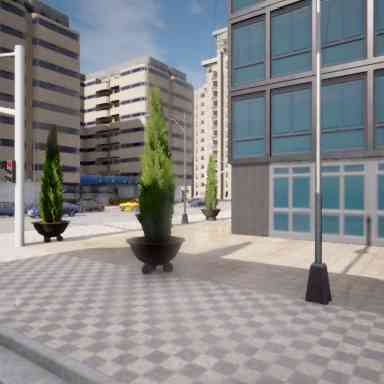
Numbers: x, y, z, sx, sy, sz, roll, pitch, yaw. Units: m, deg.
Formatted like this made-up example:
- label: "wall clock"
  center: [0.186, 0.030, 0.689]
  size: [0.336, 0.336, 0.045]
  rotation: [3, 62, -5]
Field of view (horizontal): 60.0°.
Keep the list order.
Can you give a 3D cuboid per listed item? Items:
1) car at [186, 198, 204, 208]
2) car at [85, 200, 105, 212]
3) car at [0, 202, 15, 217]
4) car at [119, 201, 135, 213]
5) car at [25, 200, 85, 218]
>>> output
- label: "car"
  center: [0.794, 1.582, 49.074]
  size: [1.812, 1.442, 4.674]
  rotation: [0, 1, 35]
- label: "car"
  center: [-11.859, 1.619, 37.292]
  size: [1.994, 1.385, 4.181]
  rotation: [0, 0, 35]
- label: "car"
  center: [-17.191, 1.603, 29.760]
  size: [2.033, 1.411, 5.357]
  rotation: [0, 0, 35]
- label: "car"
  center: [-6.342, 1.533, 39.029]
  size: [1.882, 1.535, 5.008]
  rotation: [0, 0, 35]
- label: "car"
  center: [-12.535, 1.581, 30.244]
  size: [1.812, 1.442, 4.674]
  rotation: [0, 0, 35]
